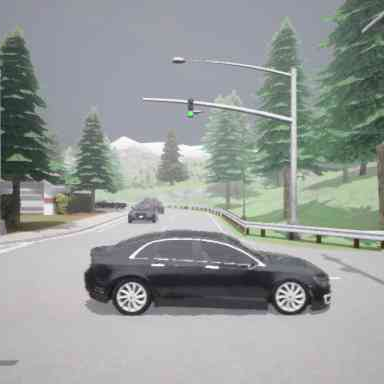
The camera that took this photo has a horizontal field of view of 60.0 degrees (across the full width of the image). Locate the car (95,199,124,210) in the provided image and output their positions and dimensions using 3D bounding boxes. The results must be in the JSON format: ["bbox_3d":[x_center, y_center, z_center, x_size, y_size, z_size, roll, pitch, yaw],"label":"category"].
[{"bbox_3d":[-10.827,1.602,43.056,4.718,1.301,1.895,0,0,15],"label":"car"}]

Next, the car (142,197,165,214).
[{"bbox_3d":[-4.355,1.347,35.232,2.097,1.767,4.553,0,0,-18],"label":"car"}]

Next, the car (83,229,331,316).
[{"bbox_3d":[0.303,1.577,6.897,4.892,1.490,1.837,1,0,0],"label":"car"}]

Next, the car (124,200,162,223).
[{"bbox_3d":[-3.650,1.560,25.431,1.994,1.385,4.181,0,0,-1],"label":"car"}]
